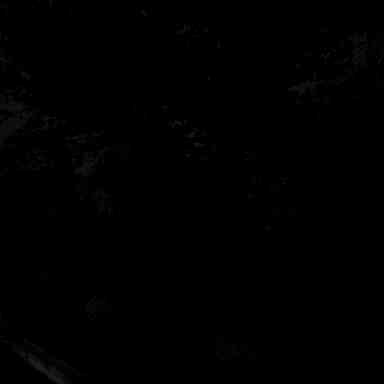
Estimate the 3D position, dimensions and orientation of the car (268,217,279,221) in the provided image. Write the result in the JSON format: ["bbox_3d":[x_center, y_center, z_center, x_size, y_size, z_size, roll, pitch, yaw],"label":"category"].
[{"bbox_3d":[12.529,4.518,51.222,1.895,1.301,4.718,-1,-4,35],"label":"car"}]
